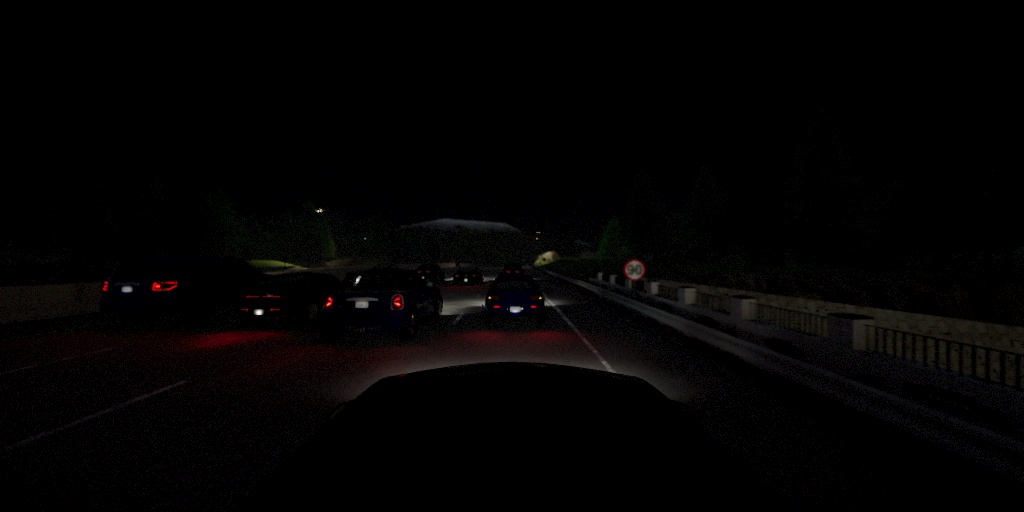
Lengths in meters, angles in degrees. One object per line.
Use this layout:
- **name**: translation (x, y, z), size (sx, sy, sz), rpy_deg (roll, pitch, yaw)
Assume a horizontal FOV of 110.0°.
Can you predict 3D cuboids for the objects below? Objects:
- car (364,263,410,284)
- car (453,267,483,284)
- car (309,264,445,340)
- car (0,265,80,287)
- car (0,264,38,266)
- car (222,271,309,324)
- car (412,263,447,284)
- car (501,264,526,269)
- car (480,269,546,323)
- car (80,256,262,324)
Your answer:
- **car**: translation (-10.406, 1.402, 30.303), size (2.128, 1.511, 4.902), rpy_deg (0, 0, 0)
- **car**: translation (-3.406, 1.500, 28.720), size (1.895, 1.301, 4.718), rpy_deg (0, 0, 0)
- **car**: translation (-3.402, 1.135, 10.257), size (2.097, 1.767, 4.553), rpy_deg (0, 0, 0)
- **car**: translation (-21.073, 1.322, 17.599), size (2.128, 1.511, 4.902), rpy_deg (0, 0, 0)
- **car**: translation (-24.578, 1.182, 17.074), size (2.097, 1.767, 4.553), rpy_deg (0, 0, 0)
- **car**: translation (-6.902, 1.299, 12.201), size (1.837, 1.490, 4.892), rpy_deg (0, 0, 0)
- **car**: translation (-6.905, 1.415, 30.364), size (1.837, 1.490, 4.892), rpy_deg (0, 0, 0)
- **car**: translation (0.094, 1.415, 30.372), size (1.837, 1.490, 4.892), rpy_deg (0, 0, 0)
- **car**: translation (0.085, 1.320, 12.186), size (1.812, 1.442, 4.674), rpy_deg (0, 0, 0)
- **car**: translation (-10.401, 1.017, 12.370), size (2.150, 2.045, 5.566), rpy_deg (0, 0, 0)
